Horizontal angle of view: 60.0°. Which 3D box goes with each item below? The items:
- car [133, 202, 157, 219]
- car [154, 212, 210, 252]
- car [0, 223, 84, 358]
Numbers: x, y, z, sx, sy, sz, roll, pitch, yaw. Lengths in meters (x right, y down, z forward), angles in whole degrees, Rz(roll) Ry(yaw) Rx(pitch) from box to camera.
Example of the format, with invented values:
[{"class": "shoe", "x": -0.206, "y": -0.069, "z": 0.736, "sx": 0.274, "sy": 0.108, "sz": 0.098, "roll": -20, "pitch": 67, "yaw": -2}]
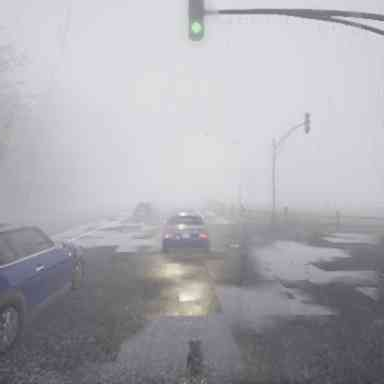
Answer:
[{"class": "car", "x": -4.121, "y": 1.587, "z": 29.589, "sx": 1.812, "sy": 1.442, "sz": 4.674, "roll": 0, "pitch": 0, "yaw": -1}, {"class": "car", "x": -0.263, "y": 1.587, "z": 14.041, "sx": 2.033, "sy": 1.411, "sz": 5.357, "roll": 0, "pitch": 0, "yaw": -1}, {"class": "car", "x": -3.581, "y": 1.351, "z": 6.150, "sx": 2.097, "sy": 1.767, "sz": 4.553, "roll": 0, "pitch": 0, "yaw": -1}]
